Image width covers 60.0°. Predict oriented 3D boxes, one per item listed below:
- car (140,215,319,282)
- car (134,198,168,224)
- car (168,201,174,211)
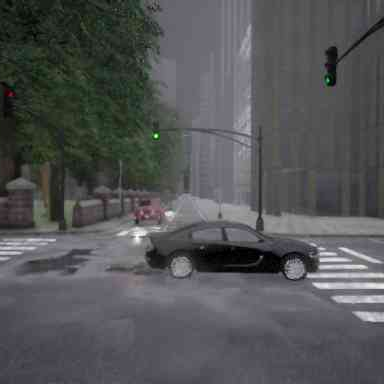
[{"bbox_3d":[1.140,1.612,9.800,5.008,1.535,1.882,1,0,0],"label":"car"},{"bbox_3d":[-3.507,1.537,28.410,2.150,2.045,5.566,0,0,-1],"label":"car"},{"bbox_3d":[-3.751,2.089,49.359,2.128,1.511,4.902,0,-1,0],"label":"car"}]
